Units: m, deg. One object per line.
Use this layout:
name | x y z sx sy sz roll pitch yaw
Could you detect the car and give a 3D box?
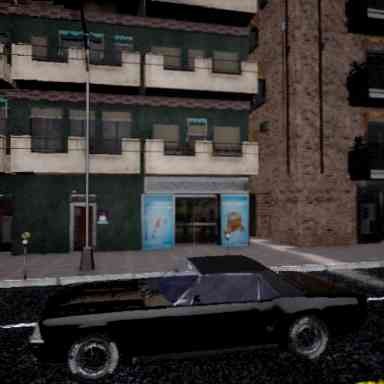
car | 0.117 1.734 5.267 4.718 1.301 1.895 0 -1 -11
